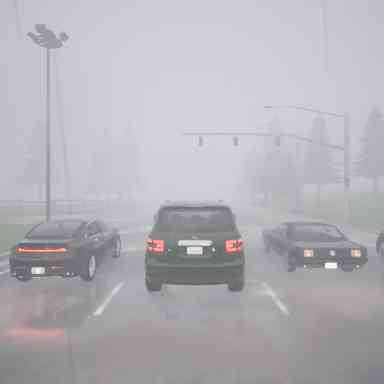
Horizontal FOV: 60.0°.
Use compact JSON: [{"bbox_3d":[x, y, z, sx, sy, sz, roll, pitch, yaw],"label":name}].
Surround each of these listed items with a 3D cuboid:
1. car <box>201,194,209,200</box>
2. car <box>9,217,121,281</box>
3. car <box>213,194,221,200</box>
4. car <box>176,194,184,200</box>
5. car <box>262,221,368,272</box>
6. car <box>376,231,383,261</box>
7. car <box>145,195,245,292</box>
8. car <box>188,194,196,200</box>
[{"bbox_3d":[3.573,1.304,93.444,1.882,1.535,5.008,0,0,0],"label":"car"},{"bbox_3d":[-3.419,1.504,9.839,1.837,1.490,4.892,0,0,0],"label":"car"},{"bbox_3d":[7.073,1.378,93.441,1.994,1.385,4.181,0,0,0],"label":"car"},{"bbox_3d":[-3.427,1.366,93.449,2.033,1.411,5.357,0,0,0],"label":"car"},{"bbox_3d":[3.587,1.600,10.753,1.895,1.301,4.718,0,0,0],"label":"car"},{"bbox_3d":[7.078,1.491,9.205,2.128,1.511,4.902,0,0,0],"label":"car"},{"bbox_3d":[0.077,1.221,9.089,2.150,2.045,5.566,0,0,0],"label":"car"},{"bbox_3d":[0.073,1.351,93.447,2.128,1.511,4.902,0,0,0],"label":"car"}]
